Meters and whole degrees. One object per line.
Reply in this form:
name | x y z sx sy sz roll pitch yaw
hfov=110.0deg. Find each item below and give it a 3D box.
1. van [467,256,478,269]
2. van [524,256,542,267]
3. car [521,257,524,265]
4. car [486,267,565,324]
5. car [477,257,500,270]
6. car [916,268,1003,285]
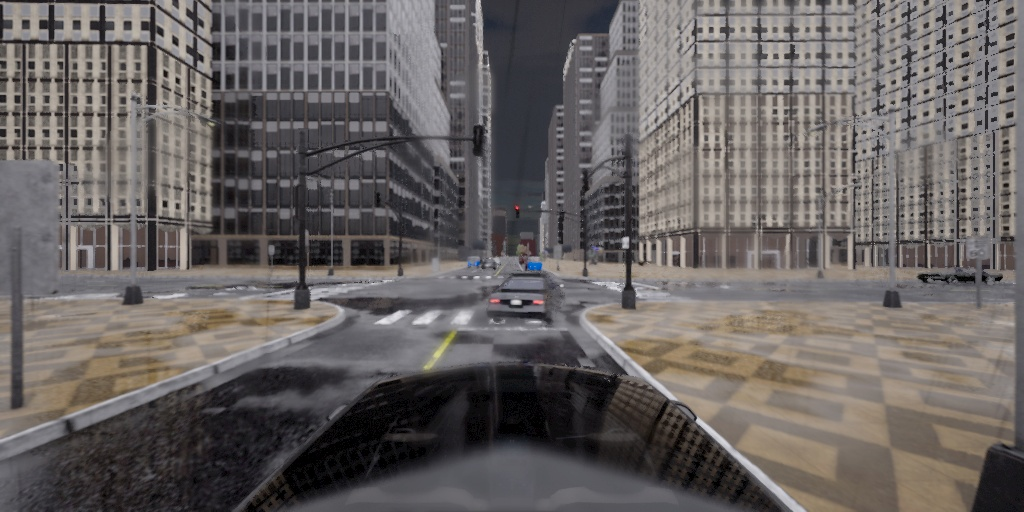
van | -5.772 0.951 54.129 1.690 1.789 3.998 0 0 0
van | 2.680 0.981 43.023 1.690 1.789 3.998 0 0 0
car | 2.611 1.171 48.562 1.888 1.381 4.507 0 0 0
car | 0.647 1.271 11.975 2.033 1.411 5.357 0 0 12
car | -3.182 1.113 49.688 2.128 1.511 4.902 0 0 0
car | 34.370 1.548 27.646 4.718 1.301 1.895 0 0 -1
